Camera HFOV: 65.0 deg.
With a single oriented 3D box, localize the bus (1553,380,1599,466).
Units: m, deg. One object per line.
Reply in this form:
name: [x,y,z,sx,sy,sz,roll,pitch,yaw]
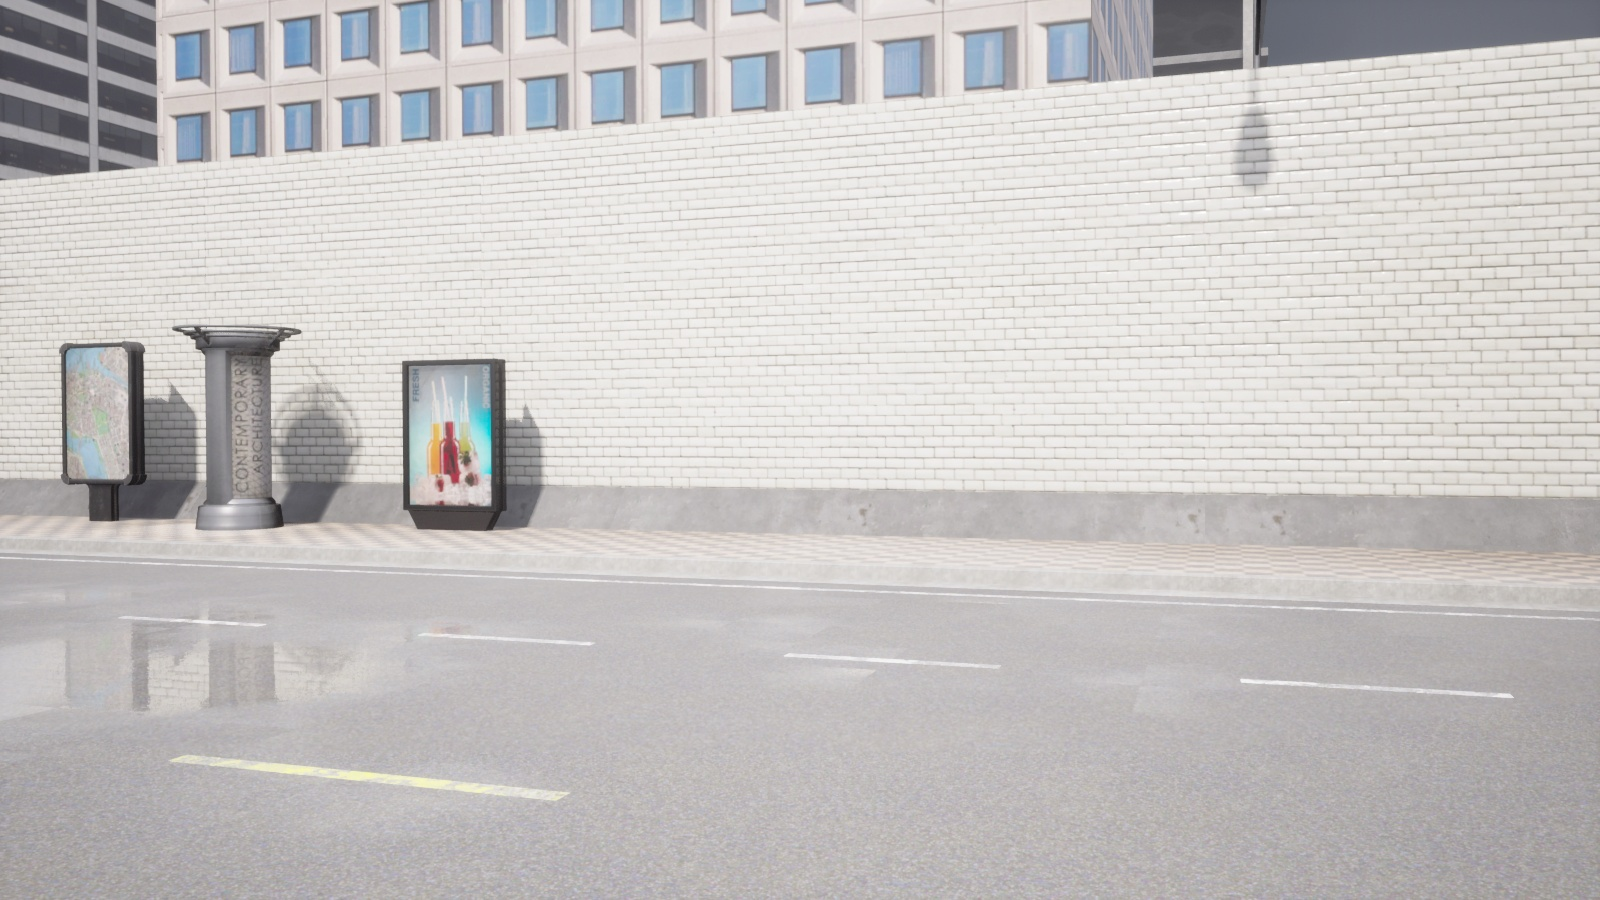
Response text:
bus: [43.910,-1.332,62.587,10.273,4.253,3.944,1,1,18]
